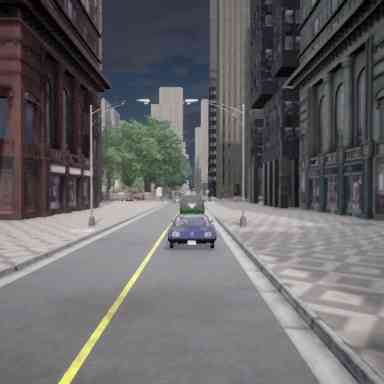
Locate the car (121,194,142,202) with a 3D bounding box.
[{"bbox_3d":[-15.064,1.773,80.599,4.313,1.339,1.947,0,1,0],"label":"car"}]

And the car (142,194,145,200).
[{"bbox_3d":[-15.025,1.392,89.119,5.009,1.841,2.192,0,1,0],"label":"car"}]

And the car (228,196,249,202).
[{"bbox_3d":[11.771,1.755,80.450,4.829,1.417,1.752,0,1,0],"label":"car"}]

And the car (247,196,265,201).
[{"bbox_3d":[17.152,1.672,88.945,4.313,1.339,1.947,0,1,0],"label":"car"}]

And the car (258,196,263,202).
[{"bbox_3d":[17.114,1.787,80.421,4.403,1.369,2.008,0,1,0],"label":"car"}]

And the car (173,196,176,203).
[{"bbox_3d":[-2.999,1.616,69.741,2.128,1.511,4.902,0,0,0],"label":"car"}]

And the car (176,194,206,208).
[{"bbox_3d":[0.001,1.267,29.684,2.150,2.045,5.566,0,0,0],"label":"car"}]

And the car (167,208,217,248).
[{"bbox_3d":[0.001,1.615,14.682,1.895,1.301,4.718,0,0,0],"label":"car"}]
